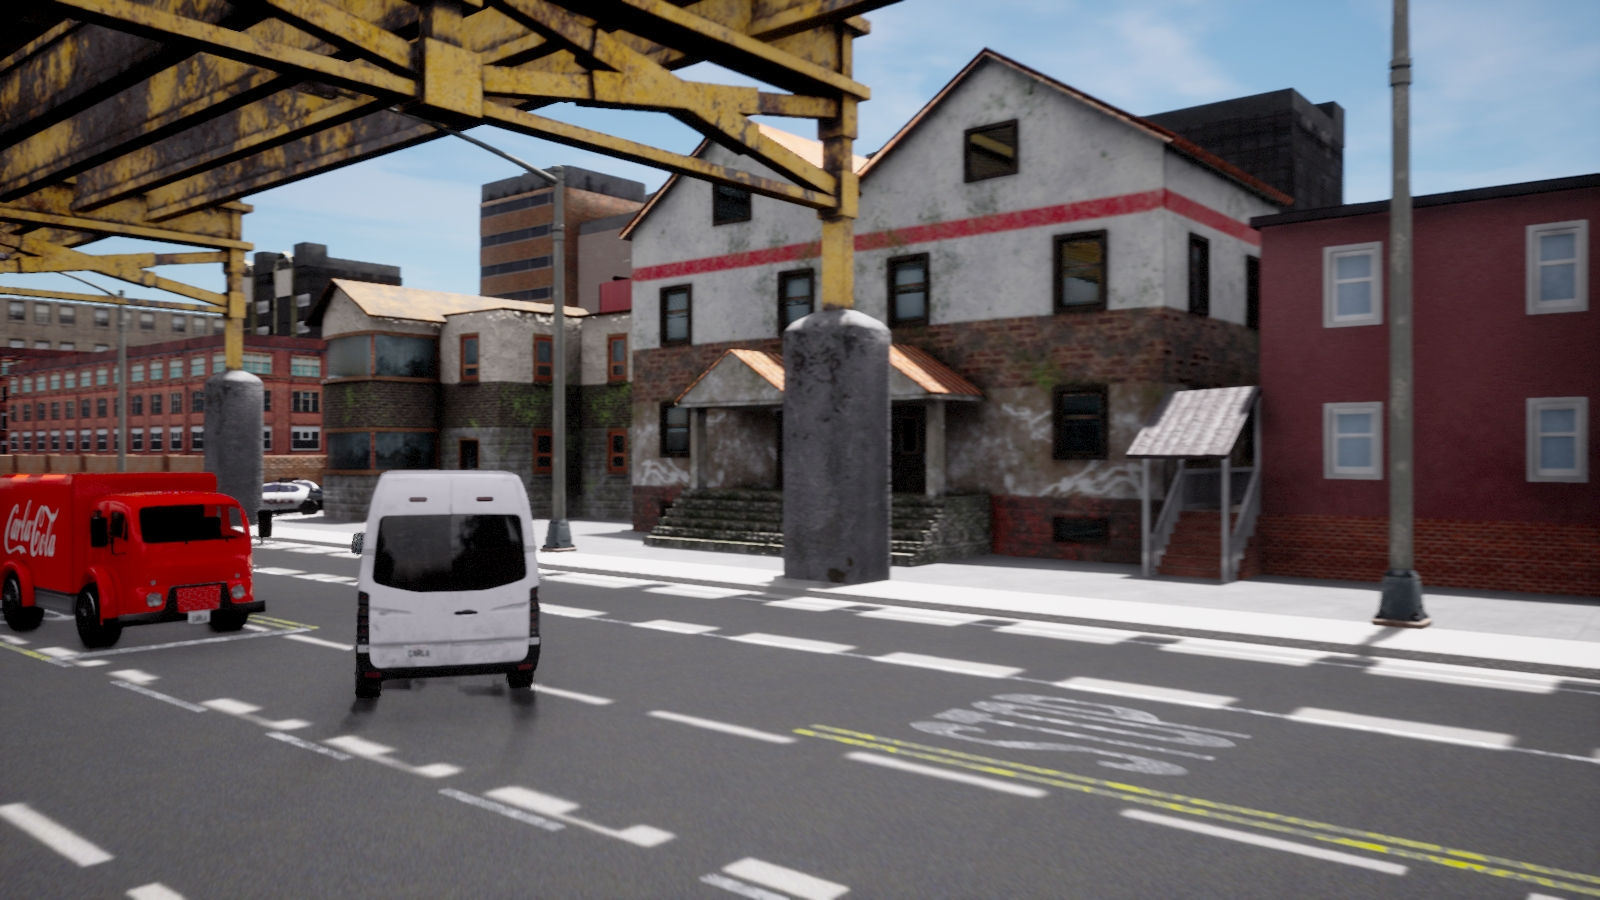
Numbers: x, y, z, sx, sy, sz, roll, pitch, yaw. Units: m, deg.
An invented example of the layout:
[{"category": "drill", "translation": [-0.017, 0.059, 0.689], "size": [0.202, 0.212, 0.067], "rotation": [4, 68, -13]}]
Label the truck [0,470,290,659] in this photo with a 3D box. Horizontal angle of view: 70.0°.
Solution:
[{"category": "truck", "translation": [-10.607, 1.580, 18.027], "size": [5.204, 2.467, 2.627], "rotation": [0, 0, 40]}]

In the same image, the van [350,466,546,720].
[{"category": "van", "translation": [-4.721, 1.537, 15.012], "size": [1.988, 2.561, 5.915], "rotation": [1, 0, -19]}]
